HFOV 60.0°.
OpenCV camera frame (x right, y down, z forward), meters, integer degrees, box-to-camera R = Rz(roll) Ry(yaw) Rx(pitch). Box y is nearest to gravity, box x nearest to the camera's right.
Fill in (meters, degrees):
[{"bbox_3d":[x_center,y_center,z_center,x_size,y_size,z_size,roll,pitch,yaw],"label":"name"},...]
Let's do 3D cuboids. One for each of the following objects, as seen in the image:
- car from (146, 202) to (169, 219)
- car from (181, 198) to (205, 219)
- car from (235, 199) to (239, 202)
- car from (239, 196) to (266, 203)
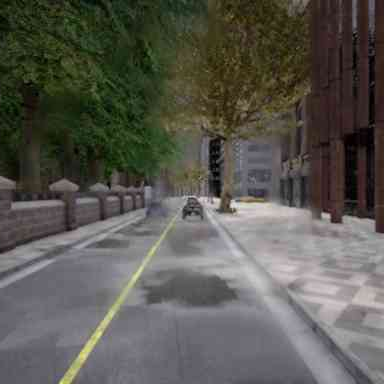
[{"bbox_3d":[-3.095,1.610,30.474,1.812,1.442,4.674,0,0,0],"label":"car"},{"bbox_3d":[0.096,1.586,29.936,1.837,1.490,4.892,0,0,0],"label":"car"},{"bbox_3d":[12.037,1.600,75.029,4.829,1.417,1.752,-1,1,0],"label":"car"},{"bbox_3d":[12.354,1.577,66.503,4.829,1.417,1.752,-1,1,0],"label":"car"}]
